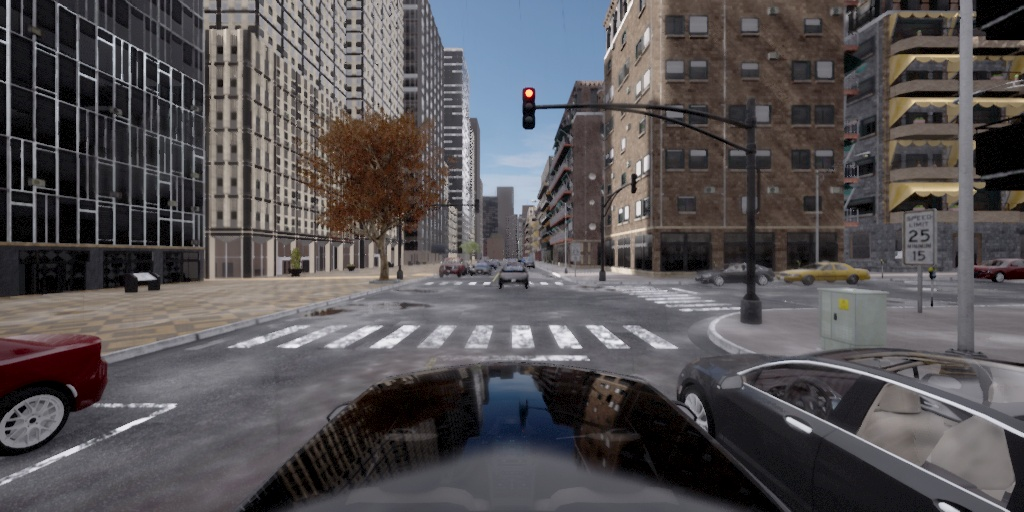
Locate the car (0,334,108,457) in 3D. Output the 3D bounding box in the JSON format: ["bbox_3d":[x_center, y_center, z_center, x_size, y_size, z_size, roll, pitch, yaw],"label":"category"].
[{"bbox_3d":[-5.691,1.295,2.347,1.888,1.381,4.507,0,0,0],"label":"car"}]

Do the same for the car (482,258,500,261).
[{"bbox_3d":[-3.087,1.361,50.720,1.895,1.301,4.718,0,0,0],"label":"car"}]

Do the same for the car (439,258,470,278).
[{"bbox_3d":[-5.687,1.067,34.734,2.192,1.841,5.009,0,0,0],"label":"car"}]

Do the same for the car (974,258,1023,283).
[{"bbox_3d":[30.139,0.852,21.928,4.507,1.381,1.888,0,0,-1],"label":"car"}]

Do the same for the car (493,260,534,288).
[{"bbox_3d":[0.101,1.240,23.518,2.128,1.511,4.902,0,0,0],"label":"car"}]

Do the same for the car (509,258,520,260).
[{"bbox_3d":[0.007,1.318,64.056,2.033,1.411,5.357,0,0,0],"label":"car"}]

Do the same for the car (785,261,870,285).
[{"bbox_3d":[18.835,0.986,21.814,4.829,1.417,1.751,0,0,-1],"label":"car"}]

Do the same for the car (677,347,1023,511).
[{"bbox_3d":[2.689,1.300,2.346,2.007,1.370,4.403,0,0,0],"label":"car"}]

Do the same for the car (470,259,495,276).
[{"bbox_3d":[-3.093,1.317,36.223,1.994,1.385,4.181,0,0,0],"label":"car"}]

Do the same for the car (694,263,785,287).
[{"bbox_3d":[13.438,1.088,21.760,4.403,1.370,2.007,0,0,-1],"label":"car"}]

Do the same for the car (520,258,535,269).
[{"bbox_3d":[2.697,1.330,56.824,1.948,1.339,4.313,0,0,0],"label":"car"}]
